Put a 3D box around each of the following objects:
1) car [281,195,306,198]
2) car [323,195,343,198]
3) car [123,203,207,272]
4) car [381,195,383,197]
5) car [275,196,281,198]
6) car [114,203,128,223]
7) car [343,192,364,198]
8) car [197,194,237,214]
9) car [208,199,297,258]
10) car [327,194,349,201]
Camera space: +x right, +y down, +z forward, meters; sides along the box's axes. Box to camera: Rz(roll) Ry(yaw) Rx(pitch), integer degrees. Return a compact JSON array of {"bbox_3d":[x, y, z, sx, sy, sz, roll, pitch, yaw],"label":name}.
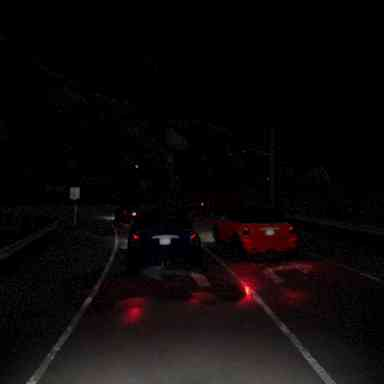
[{"bbox_3d":[21.285,1.439,68.297,4.674,1.442,1.812,0,0,-18],"label":"car"},{"bbox_3d":[25.469,1.469,62.305,4.181,1.385,1.994,0,0,-18],"label":"car"},{"bbox_3d":[-1.007,1.347,11.044,2.097,1.767,4.553,0,0,-8],"label":"car"},{"bbox_3d":[40.152,1.229,68.286,4.553,1.767,2.097,0,0,-28],"label":"car"},{"bbox_3d":[19.185,1.457,71.295,5.357,1.411,2.033,0,0,-18],"label":"car"},{"bbox_3d":[-4.893,1.566,26.062,1.994,1.385,4.181,0,0,-21],"label":"car"},{"bbox_3d":[35.746,1.105,73.897,5.566,2.045,2.150,0,0,-24],"label":"car"},{"bbox_3d":[2.914,1.198,32.021,5.566,2.045,2.150,0,-2,-44],"label":"car"},{"bbox_3d":[2.229,1.340,12.946,2.097,1.767,4.553,0,0,-9],"label":"car"},{"bbox_3d":[33.736,1.361,76.798,5.008,1.535,1.882,0,0,-24],"label":"car"}]
